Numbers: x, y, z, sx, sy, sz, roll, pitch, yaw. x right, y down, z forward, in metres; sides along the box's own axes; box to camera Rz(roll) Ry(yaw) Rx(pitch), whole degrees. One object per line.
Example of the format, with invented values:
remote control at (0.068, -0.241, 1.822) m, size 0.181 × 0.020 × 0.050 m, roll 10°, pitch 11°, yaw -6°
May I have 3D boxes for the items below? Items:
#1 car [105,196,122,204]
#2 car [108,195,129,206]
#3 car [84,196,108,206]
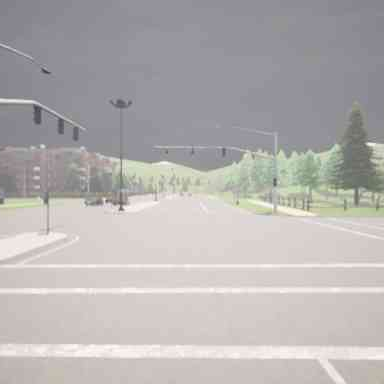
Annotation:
car at (-15.089, 1.457, 63.951) m, size 2.033 × 1.411 × 5.357 m, roll 0°, pitch 0°, yaw 0°
car at (-11.646, 1.275, 54.120) m, size 2.097 × 1.767 × 4.553 m, roll 0°, pitch 0°, yaw 0°
car at (-15.061, 1.419, 51.269) m, size 2.128 × 1.511 × 4.902 m, roll 0°, pitch 0°, yaw 0°
